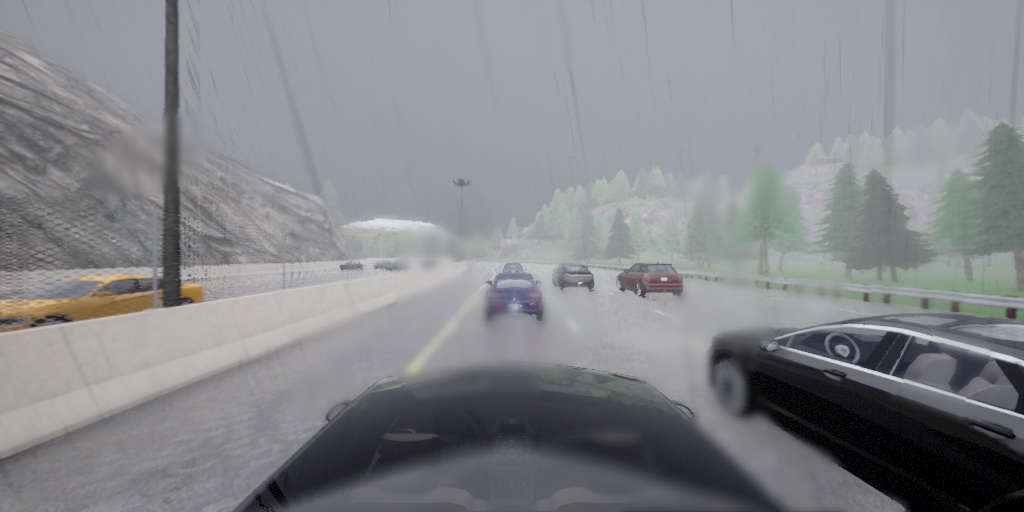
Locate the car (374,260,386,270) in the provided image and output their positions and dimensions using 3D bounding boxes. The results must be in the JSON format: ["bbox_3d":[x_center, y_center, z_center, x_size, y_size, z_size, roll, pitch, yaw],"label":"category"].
[{"bbox_3d":[-18.971,1.283,53.102,1.812,1.442,4.674,0,0,-6],"label":"car"}]

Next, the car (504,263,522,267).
[{"bbox_3d":[0.086,1.301,30.486,2.033,1.411,5.357,0,0,0],"label":"car"}]

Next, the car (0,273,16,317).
[{"bbox_3d":[-17.598,1.278,9.736,1.812,1.442,4.674,0,0,0],"label":"car"}]

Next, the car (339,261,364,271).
[{"bbox_3d":[-22.093,1.358,49.387,1.895,1.301,4.718,0,0,-6],"label":"car"}]

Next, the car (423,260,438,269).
[{"bbox_3d":[-11.773,1.304,51.959,2.033,1.411,5.357,0,0,-5],"label":"car"}]

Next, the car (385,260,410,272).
[{"bbox_3d":[-14.916,1.321,47.567,1.994,1.385,4.181,0,0,-5],"label":"car"}]

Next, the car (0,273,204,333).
[{"bbox_3d":[-10.599,1.229,9.139,1.882,1.535,5.008,0,0,0],"label":"car"}]

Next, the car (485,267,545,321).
[{"bbox_3d":[0.089,1.277,12.347,1.812,1.442,4.674,0,0,0],"label":"car"}]

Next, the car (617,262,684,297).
[{"bbox_3d":[7.104,1.103,18.858,2.097,1.767,4.553,0,0,0],"label":"car"}]

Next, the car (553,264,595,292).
[{"bbox_3d":[3.604,1.244,21.440,2.128,1.511,4.902,0,0,0],"label":"car"}]

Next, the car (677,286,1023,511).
[{"bbox_3d":[3.600,1.241,2.992,2.128,1.511,4.902,0,0,0],"label":"car"}]
